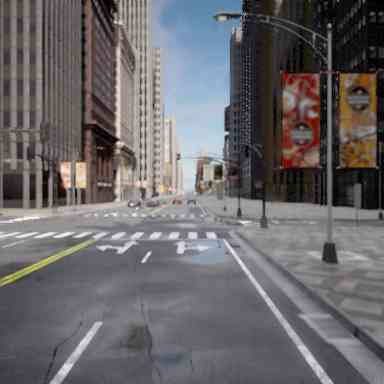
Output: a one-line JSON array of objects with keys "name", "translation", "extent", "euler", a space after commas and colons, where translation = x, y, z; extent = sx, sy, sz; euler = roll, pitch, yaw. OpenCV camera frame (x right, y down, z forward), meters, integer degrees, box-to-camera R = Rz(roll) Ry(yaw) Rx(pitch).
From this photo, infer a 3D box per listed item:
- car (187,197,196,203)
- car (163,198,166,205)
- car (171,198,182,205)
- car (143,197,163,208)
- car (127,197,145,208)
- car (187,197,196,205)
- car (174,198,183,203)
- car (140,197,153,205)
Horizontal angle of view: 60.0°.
[{"name": "car", "translation": [-0.103, 2.016, 83.031], "extent": [2.128, 1.511, 4.902], "euler": [0, 0, 0]}, {"name": "car", "translation": [-6.589, 2.083, 72.305], "extent": [2.033, 1.411, 5.357], "euler": [0, 0, 0]}, {"name": "car", "translation": [-3.342, 2.072, 72.991], "extent": [1.812, 1.442, 4.674], "euler": [0, 0, 0]}, {"name": "car", "translation": [-6.621, 2.011, 57.084], "extent": [1.994, 1.385, 4.181], "euler": [0, 0, 0]}, {"name": "car", "translation": [-9.871, 1.939, 57.193], "extent": [2.128, 1.511, 4.902], "euler": [0, 0, 0]}, {"name": "car", "translation": [-0.091, 2.045, 72.613], "extent": [1.837, 1.490, 4.892], "euler": [0, 0, 0]}, {"name": "car", "translation": [-3.353, 2.086, 83.057], "extent": [1.895, 1.301, 4.718], "euler": [0, 0, 0]}, {"name": "car", "translation": [-9.839, 1.898, 72.110], "extent": [2.097, 1.767, 4.553], "euler": [0, 0, 0]}]
